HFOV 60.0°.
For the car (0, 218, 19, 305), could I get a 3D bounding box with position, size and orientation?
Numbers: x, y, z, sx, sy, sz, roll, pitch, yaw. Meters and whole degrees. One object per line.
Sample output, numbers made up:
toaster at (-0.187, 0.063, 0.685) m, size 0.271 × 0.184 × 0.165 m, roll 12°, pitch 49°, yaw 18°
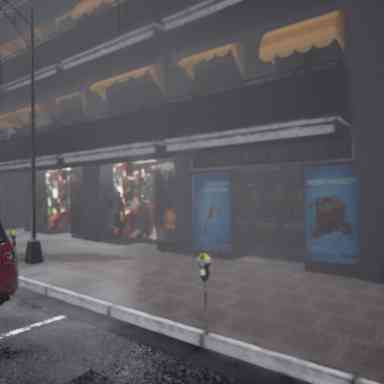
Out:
car at (-5.405, 1.261, 6.559) m, size 5.009 × 1.841 × 2.192 m, roll 0°, pitch -1°, yaw 35°
